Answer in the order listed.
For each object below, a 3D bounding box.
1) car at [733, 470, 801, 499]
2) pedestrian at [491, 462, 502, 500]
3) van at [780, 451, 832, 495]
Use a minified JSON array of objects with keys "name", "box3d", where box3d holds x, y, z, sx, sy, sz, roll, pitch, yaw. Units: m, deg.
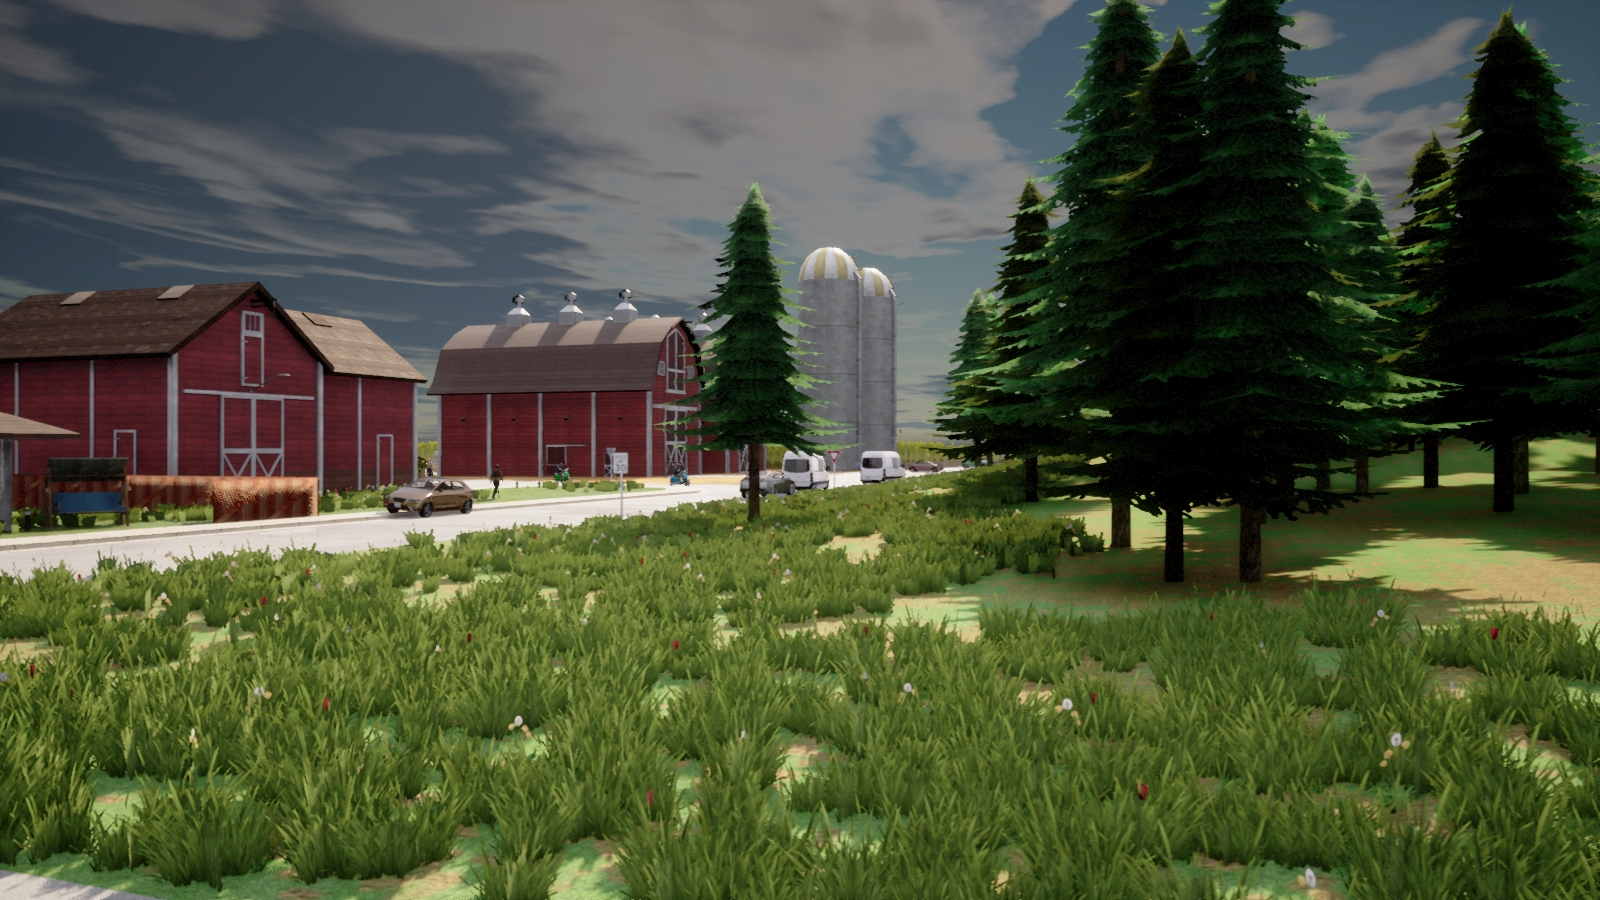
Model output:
[{"name":"car","box3d":[-1.774,1.897,63.691,2.128,1.511,4.902,0,0,20]},{"name":"pedestrian","box3d":[-14.971,1.535,56.342,0.375,1.860,0.375,0,0,8]},{"name":"van","box3d":[0.428,1.367,71.130,1.988,2.561,5.915,0,0,13]}]
